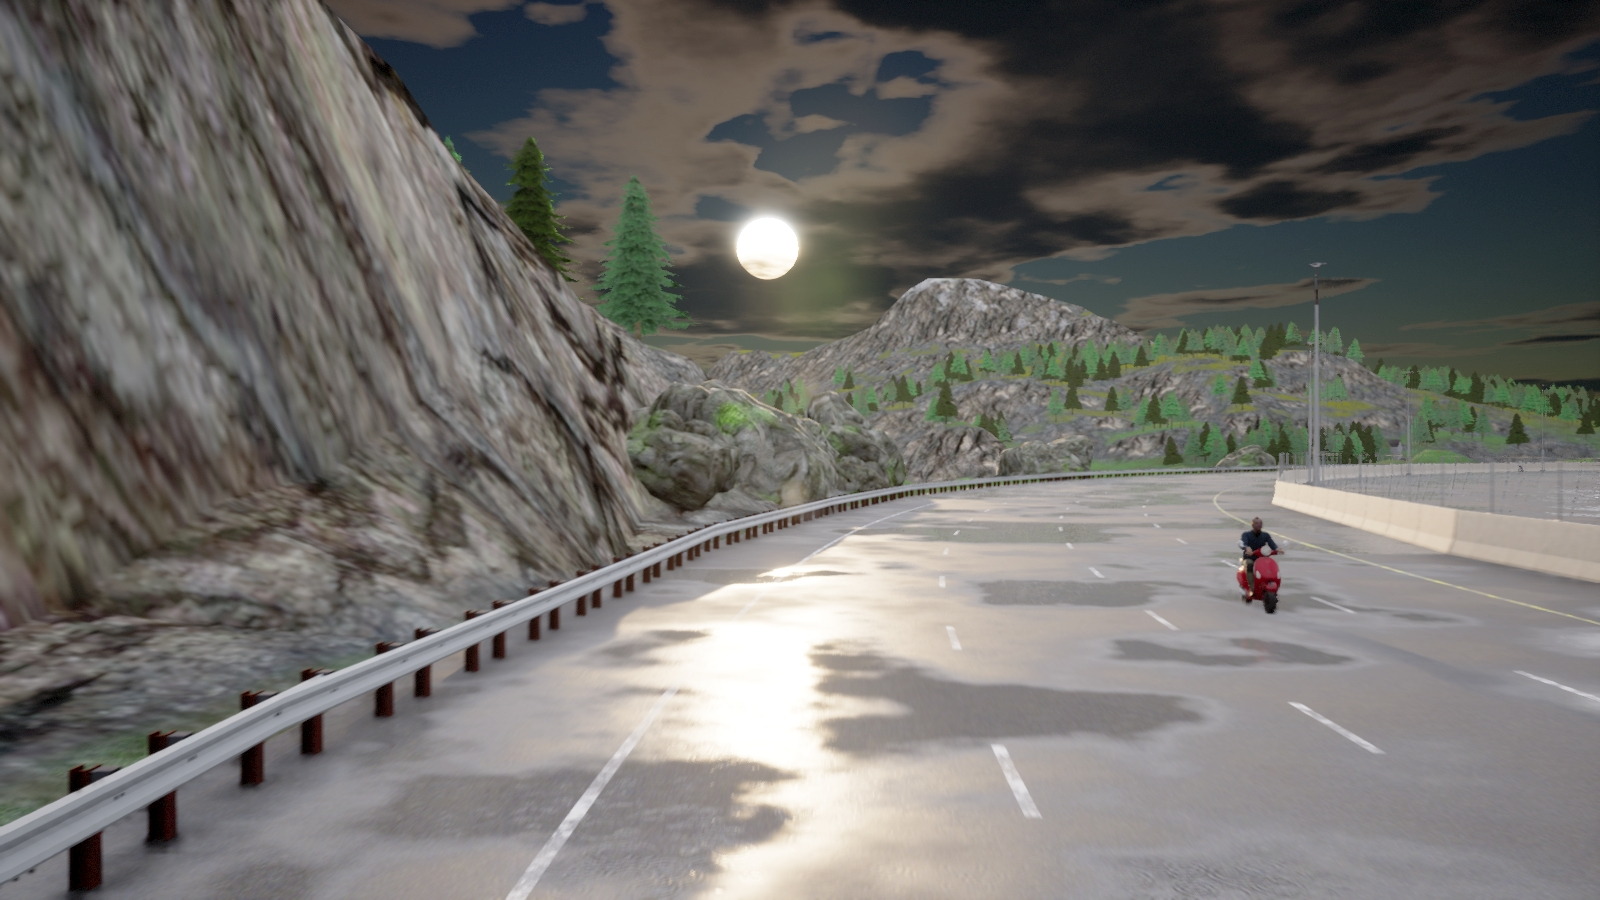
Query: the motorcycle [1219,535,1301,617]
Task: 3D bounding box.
[{"bbox_3d":[8.074,2.189,20.137,0.856,1.236,1.805,1,0,5],"label":"motorcycle"}]
